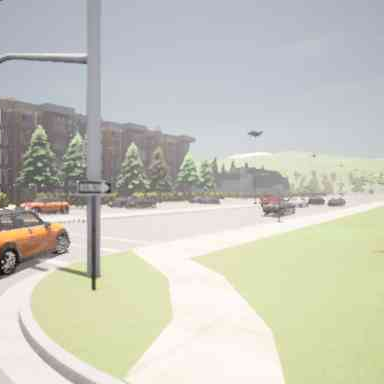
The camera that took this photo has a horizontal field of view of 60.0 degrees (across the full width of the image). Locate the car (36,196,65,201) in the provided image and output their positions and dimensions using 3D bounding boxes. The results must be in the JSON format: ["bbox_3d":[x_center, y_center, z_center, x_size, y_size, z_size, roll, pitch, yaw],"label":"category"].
[{"bbox_3d":[-14.283,1.260,32.125,2.097,1.767,4.553,0,0,35],"label":"car"}]

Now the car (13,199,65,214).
[{"bbox_3d":[-16.216,1.498,35.462,1.895,1.301,4.718,0,0,35],"label":"car"}]

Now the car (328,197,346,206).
[{"bbox_3d":[23.077,1.526,52.871,1.994,1.385,4.181,0,0,35],"label":"car"}]

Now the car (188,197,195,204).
[{"bbox_3d":[1.411,1.444,60.459,2.033,1.411,5.357,0,0,35],"label":"car"}]

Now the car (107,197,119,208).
[{"bbox_3d":[-9.286,1.388,45.334,2.128,1.511,4.902,0,0,35],"label":"car"}]

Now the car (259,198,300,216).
[{"bbox_3d":[8.540,1.565,32.114,1.895,1.301,4.718,0,0,35],"label":"car"}]

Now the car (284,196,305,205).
[{"bbox_3d":[17.952,1.433,57.894,2.128,1.511,4.902,0,0,35],"label":"car"}]

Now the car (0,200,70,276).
[{"bbox_3d":[-5.701,1.320,10.450,2.097,1.767,4.553,1,0,4],"label":"car"}]

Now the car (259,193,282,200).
[{"bbox_3d":[11.843,1.163,49.105,2.150,2.045,5.566,0,0,36],"label":"car"}]

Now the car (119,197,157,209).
[{"bbox_3d":[-6.596,1.413,43.080,1.837,1.490,4.892,0,0,35],"label":"car"}]

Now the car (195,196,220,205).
[{"bbox_3d":[2.975,1.471,56.630,1.994,1.385,4.181,0,0,36],"label":"car"}]

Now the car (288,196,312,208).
[{"bbox_3d":[15.219,1.478,47.809,1.812,1.442,4.674,0,0,36],"label":"car"}]

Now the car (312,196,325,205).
[{"bbox_3d":[20.832,1.429,55.905,1.882,1.535,5.008,0,0,35],"label":"car"}]
